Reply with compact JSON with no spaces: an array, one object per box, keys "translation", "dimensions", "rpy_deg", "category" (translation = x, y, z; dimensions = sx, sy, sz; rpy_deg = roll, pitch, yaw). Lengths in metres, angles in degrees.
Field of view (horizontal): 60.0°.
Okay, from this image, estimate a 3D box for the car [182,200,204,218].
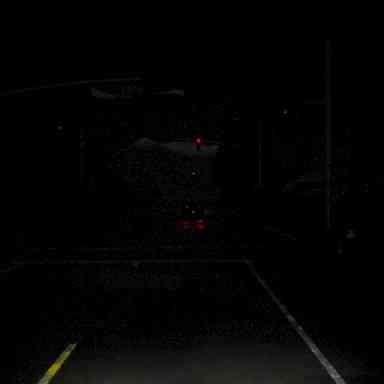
[{"translation":[0.096,1.471,30.221],"dimensions":[2.128,1.511,4.902],"rpy_deg":[0,0,0],"category":"car"}]
